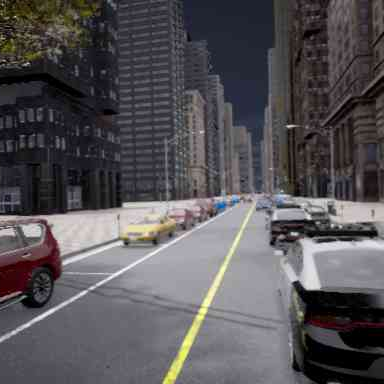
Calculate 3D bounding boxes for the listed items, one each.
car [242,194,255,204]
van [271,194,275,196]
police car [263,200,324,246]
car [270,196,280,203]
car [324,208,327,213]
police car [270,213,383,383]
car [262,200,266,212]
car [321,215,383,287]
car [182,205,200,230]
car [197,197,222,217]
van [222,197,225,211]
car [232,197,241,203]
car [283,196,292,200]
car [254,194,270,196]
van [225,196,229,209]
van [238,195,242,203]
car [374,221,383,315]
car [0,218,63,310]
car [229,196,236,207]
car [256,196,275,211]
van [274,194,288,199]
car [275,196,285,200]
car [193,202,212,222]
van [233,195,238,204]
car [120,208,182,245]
[{"bbox_3d":[12.152,1.738,72.689,1.812,1.442,4.674,-2,-1,11],"label":"car"},{"bbox_3d":[14.248,1.344,54.145,1.690,1.788,3.998,-2,0,11],"label":"van"},{"bbox_3d":[4.463,1.412,15.384,1.930,1.638,5.238,-2,0,11],"label":"police car"},{"bbox_3d":[17.652,1.620,70.833,1.802,1.307,4.206,-2,0,11],"label":"car"},{"bbox_3d":[7.460,1.491,20.762,2.008,1.369,4.403,-2,0,11],"label":"car"},{"bbox_3d":[2.468,1.396,5.585,1.930,1.638,5.238,-2,0,11],"label":"police car"},{"bbox_3d":[5.577,1.505,21.169,1.837,1.490,4.892,-2,0,12],"label":"car"},{"bbox_3d":[5.196,1.488,9.635,1.947,1.339,4.313,-2,0,11],"label":"car"},{"bbox_3d":[-0.891,1.778,22.452,1.802,1.307,4.206,-2,0,11],"label":"car"},{"bbox_3d":[1.365,1.531,33.581,2.192,1.841,5.009,-2,0,11],"label":"car"},{"bbox_3d":[2.499,1.567,39.144,1.690,1.788,3.998,-2,0,11],"label":"van"},{"bbox_3d":[10.397,1.831,77.920,1.752,1.417,4.829,-2,0,11],"label":"car"},{"bbox_3d":[8.589,1.390,26.326,1.967,1.590,4.097,-2,0,11],"label":"car"},{"bbox_3d":[12.318,1.598,58.474,1.837,1.490,4.892,-2,0,11],"label":"car"},{"bbox_3d":[3.631,1.578,44.708,1.690,1.788,3.998,-2,0,11],"label":"van"},{"bbox_3d":[9.293,1.635,72.524,1.690,1.788,3.998,-2,0,11],"label":"van"},{"bbox_3d":[4.059,1.353,4.072,1.967,1.590,4.097,-2,0,11],"label":"car"},{"bbox_3d":[-4.296,1.484,5.764,2.192,1.841,5.009,-2,0,11],"label":"car"},{"bbox_3d":[5.903,1.840,55.832,1.802,1.307,4.206,-2,0,11],"label":"car"},{"bbox_3d":[8.981,1.607,41.952,2.033,1.411,5.357,-2,0,12],"label":"car"},{"bbox_3d":[11.983,1.322,43.018,1.690,1.788,3.998,-2,0,11],"label":"van"},{"bbox_3d":[10.857,1.521,37.453,2.008,1.369,4.403,-2,0,11],"label":"car"},{"bbox_3d":[0.241,1.788,28.016,1.802,1.307,4.206,-2,0,11],"label":"car"},{"bbox_3d":[7.028,1.611,61.398,1.690,1.788,3.998,-2,0,11],"label":"van"},{"bbox_3d":[-2.059,1.712,16.723,1.752,1.417,4.829,-2,0,11],"label":"car"}]
